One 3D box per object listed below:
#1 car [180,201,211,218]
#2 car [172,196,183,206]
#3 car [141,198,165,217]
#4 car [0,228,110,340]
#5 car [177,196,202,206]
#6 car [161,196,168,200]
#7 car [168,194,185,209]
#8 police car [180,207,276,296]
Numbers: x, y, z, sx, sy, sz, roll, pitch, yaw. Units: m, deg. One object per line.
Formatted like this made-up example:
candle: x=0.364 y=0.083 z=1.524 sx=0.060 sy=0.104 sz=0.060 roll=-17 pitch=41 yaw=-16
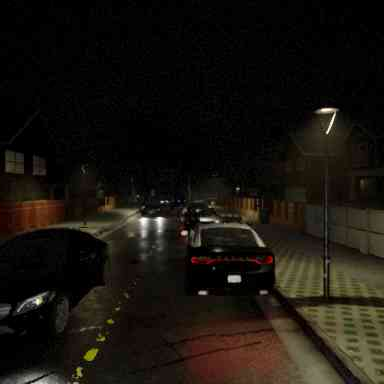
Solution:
car: x=0.454 y=1.489 z=18.750 sx=1.882 sy=1.535 sz=5.008 roll=0 pitch=0 yaw=-2
car: x=-2.669 y=1.592 z=60.082 sx=1.882 sy=1.535 sz=5.008 roll=0 pitch=0 yaw=-3
car: x=-3.826 y=1.574 z=32.083 sx=1.812 sy=1.442 sz=4.674 roll=0 pitch=0 yaw=-3
car: x=-2.942 y=1.526 z=6.720 sx=1.812 sy=1.442 sz=4.674 roll=0 pitch=0 yaw=-1
car: x=0.177 y=1.375 z=24.743 sx=2.097 sy=1.767 sz=4.553 roll=0 pitch=0 yaw=-3
car: x=-7.232 y=1.716 z=89.670 sx=2.033 sy=1.411 sz=5.357 roll=0 pitch=0 yaw=-3
car: x=-1.832 y=1.303 z=45.785 sx=2.150 sy=2.045 sz=5.566 roll=0 pitch=0 yaw=-3
police car: x=0.745 y=1.425 z=8.816 sx=1.930 sy=1.638 sz=5.238 roll=0 pitch=0 yaw=-1
